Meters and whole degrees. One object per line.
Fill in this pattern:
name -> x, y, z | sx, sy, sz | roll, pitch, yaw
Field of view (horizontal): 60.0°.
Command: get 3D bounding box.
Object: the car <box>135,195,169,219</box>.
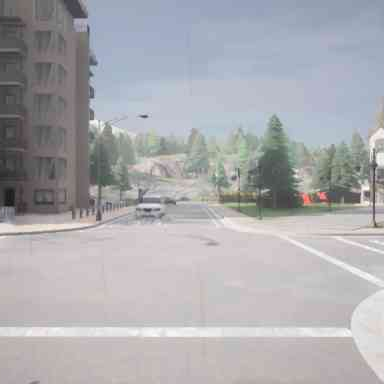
car -> -3.535, 1.326, 29.092 | 2.150, 2.045, 5.566 | 0, 2, 0

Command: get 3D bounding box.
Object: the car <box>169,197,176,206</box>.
car -> -3.569, 1.535, 54.698 | 1.895, 1.301, 4.718 | 0, 0, 0
